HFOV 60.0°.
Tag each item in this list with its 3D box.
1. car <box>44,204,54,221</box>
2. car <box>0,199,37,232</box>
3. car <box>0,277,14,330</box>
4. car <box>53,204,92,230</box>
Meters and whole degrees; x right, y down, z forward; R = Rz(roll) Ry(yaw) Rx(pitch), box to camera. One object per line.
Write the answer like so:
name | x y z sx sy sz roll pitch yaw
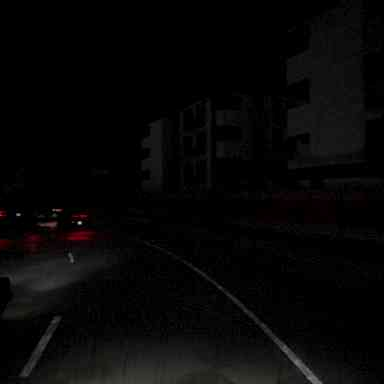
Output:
car | -12.872 1.856 31.704 2.128 1.511 4.902 0 -1 -29
car | -11.843 1.505 22.627 2.150 2.045 5.566 0 0 -29
car | -3.744 1.662 3.591 1.895 1.301 4.718 0 0 -8
car | -8.319 1.764 23.413 1.837 1.490 4.892 0 -1 -28
